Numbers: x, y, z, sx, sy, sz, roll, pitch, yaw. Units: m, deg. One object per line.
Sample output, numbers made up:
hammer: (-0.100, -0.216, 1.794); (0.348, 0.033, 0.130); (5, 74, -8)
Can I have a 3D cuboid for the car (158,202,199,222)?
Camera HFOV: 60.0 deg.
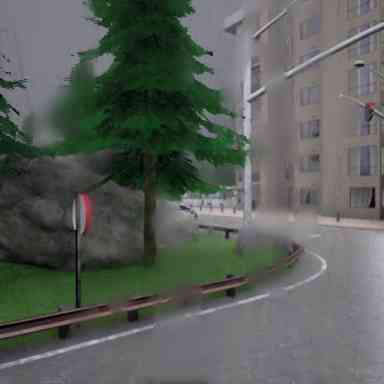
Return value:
car: (-1.407, 1.503, 24.145); (1.837, 1.490, 4.892); (0, 0, -36)
